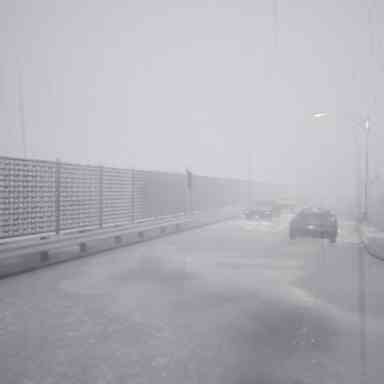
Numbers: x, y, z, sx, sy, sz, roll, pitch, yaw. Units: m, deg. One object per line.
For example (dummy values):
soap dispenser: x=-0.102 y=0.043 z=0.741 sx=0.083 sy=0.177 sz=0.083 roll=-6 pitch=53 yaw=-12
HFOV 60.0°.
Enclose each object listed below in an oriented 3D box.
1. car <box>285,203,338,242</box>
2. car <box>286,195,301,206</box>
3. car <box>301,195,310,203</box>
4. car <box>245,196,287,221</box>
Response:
car: x=5.907 y=1.447 z=15.918 sx=1.994 sy=1.385 sz=4.181 roll=1 pitch=1 yaw=24
car: x=9.772 y=1.176 z=34.533 sx=1.882 sy=1.535 sz=5.008 roll=1 pitch=1 yaw=24
car: x=15.626 y=1.158 z=47.322 sx=1.812 sy=1.442 sz=4.674 roll=1 pitch=1 yaw=25
car: x=5.582 y=1.293 z=25.331 sx=2.033 sy=1.411 sz=5.357 roll=1 pitch=1 yaw=25
